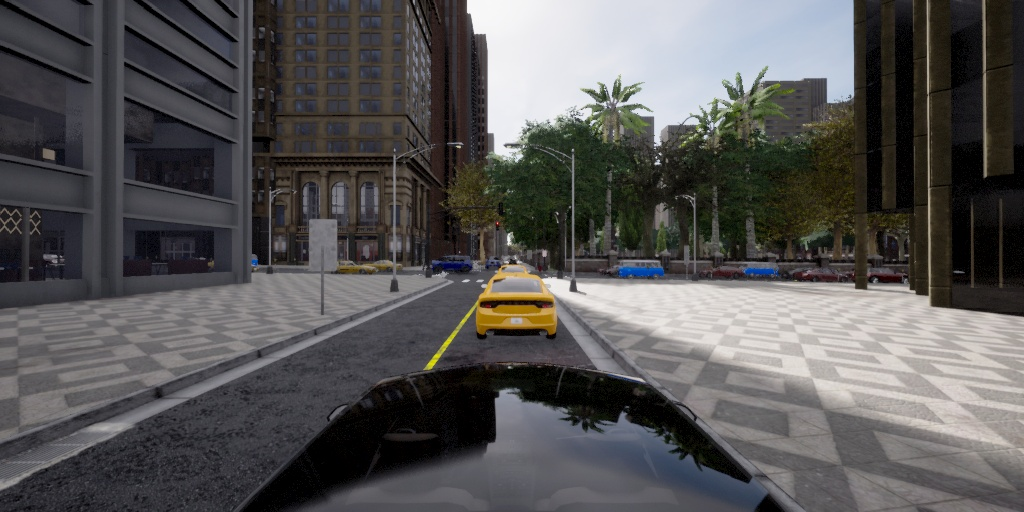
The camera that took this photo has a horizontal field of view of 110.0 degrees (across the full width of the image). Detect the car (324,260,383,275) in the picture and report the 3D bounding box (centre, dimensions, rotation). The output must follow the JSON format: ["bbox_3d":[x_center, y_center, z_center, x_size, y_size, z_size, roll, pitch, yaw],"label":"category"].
[{"bbox_3d":[-14.978,1.053,33.339,4.829,1.417,1.751,0,0,0],"label":"car"}]

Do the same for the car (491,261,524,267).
[{"bbox_3d":[0.040,1.235,20.184,1.882,1.535,5.008,0,0,0],"label":"car"}]

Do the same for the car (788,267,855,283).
[{"bbox_3d":[28.509,1.830,33.073,4.207,1.307,1.802,0,0,0],"label":"car"}]

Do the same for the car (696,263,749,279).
[{"bbox_3d":[22.598,1.710,38.974,4.674,1.442,1.812,1,0,0],"label":"car"}]

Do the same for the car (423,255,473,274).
[{"bbox_3d":[-7.007,0.942,39.929,5.566,2.045,2.150,2,2,-36],"label":"car"}]

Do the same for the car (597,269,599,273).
[{"bbox_3d":[11.979,1.605,41.700,4.207,1.307,1.802,0,0,0],"label":"car"}]

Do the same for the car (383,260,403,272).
[{"bbox_3d":[-15.276,1.102,41.866,4.829,1.417,1.751,0,0,0],"label":"car"}]

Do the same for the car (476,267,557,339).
[{"bbox_3d":[0.111,1.230,10.124,1.882,1.535,5.008,0,0,0],"label":"car"}]

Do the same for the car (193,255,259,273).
[{"bbox_3d":[-26.319,0.868,33.408,4.829,1.417,1.751,0,0,0],"label":"car"}]

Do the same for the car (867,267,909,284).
[{"bbox_3d":[34.032,1.779,33.039,4.097,1.591,1.967,0,0,0],"label":"car"}]

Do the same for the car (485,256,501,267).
[{"bbox_3d":[-2.967,1.045,57.302,2.150,2.045,5.566,0,0,0],"label":"car"}]

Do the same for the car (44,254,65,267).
[{"bbox_3d":[-43.501,0.508,33.513,4.097,1.591,1.967,0,0,0],"label":"car"}]

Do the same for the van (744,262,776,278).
[{"bbox_3d":[28.549,1.638,41.598,3.998,1.789,1.690,0,0,0],"label":"van"}]

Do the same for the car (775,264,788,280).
[{"bbox_3d":[29.530,1.806,35.743,4.674,1.442,1.812,1,0,0],"label":"car"}]

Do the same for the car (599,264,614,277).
[{"bbox_3d":[12.638,1.567,39.035,5.357,1.411,2.033,1,0,0],"label":"car"}]

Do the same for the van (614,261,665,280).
[{"bbox_3d":[11.939,1.315,33.174,3.998,1.789,1.690,0,0,0],"label":"van"}]

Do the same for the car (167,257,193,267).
[{"bbox_3d":[-37.786,0.774,42.003,4.313,1.339,1.948,0,0,0],"label":"car"}]
